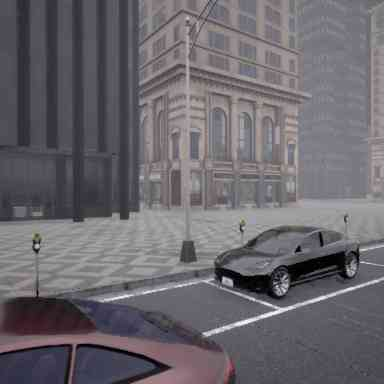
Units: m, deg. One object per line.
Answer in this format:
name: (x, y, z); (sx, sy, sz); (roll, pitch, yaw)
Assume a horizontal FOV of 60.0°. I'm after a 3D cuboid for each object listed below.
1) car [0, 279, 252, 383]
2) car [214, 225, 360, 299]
car: (-1.629, 1.564, 2.216); (4.181, 1.385, 1.994); (0, 0, -35)
car: (2.546, 1.565, 8.452); (4.313, 1.339, 1.947); (0, 0, -35)
